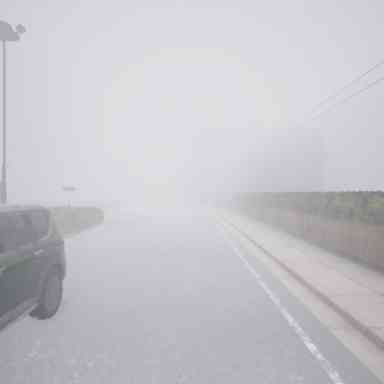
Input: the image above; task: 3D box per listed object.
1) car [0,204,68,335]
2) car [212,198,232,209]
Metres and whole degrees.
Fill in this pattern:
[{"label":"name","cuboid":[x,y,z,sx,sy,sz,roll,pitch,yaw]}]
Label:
[{"label":"car","cuboid":[-3.587,1.237,4.522,2.150,2.045,5.566,0,0,0]},{"label":"car","cuboid":[5.216,1.549,47.081,4.902,1.511,2.128,0,-1,-26]}]
